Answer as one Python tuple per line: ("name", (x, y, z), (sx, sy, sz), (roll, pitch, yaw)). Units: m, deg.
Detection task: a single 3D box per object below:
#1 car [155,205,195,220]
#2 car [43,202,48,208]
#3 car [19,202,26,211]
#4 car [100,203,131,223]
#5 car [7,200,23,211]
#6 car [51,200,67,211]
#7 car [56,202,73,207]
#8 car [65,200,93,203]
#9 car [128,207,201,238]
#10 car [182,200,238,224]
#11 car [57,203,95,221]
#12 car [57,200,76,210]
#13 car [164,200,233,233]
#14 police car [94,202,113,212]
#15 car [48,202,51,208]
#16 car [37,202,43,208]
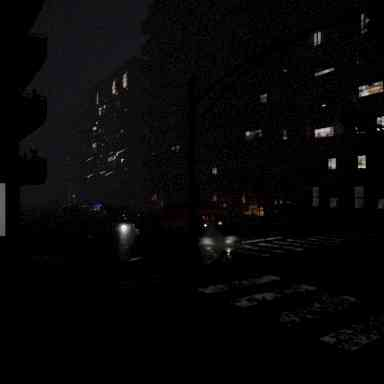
("car", (-1.830, 2.045, 34.199), (1.887, 1.381, 4.507), (-1, 0, -36))
("car", (-31.750, 2.972, 75.464), (1.947, 1.339, 4.313), (-1, 0, -36))
("car", (-31.825, 2.769, 61.346), (1.887, 1.381, 4.507), (-1, 0, -36))
("car", (-6.526, 2.019, 30.893), (1.837, 1.490, 4.892), (0, -1, -36))
("car", (-35.154, 2.639, 65.931), (2.192, 1.841, 5.009), (-1, 0, -36))
("car", (-23.220, 2.600, 59.366), (1.837, 1.490, 4.892), (0, -1, -36))
("car", (-15.818, 2.346, 43.765), (2.033, 1.411, 5.357), (0, -1, -36))
("car", (-17.691, 2.418, 51.738), (2.128, 1.511, 4.902), (0, -1, -36))
("car", (-1.804, 1.832, 19.941), (1.752, 1.417, 4.829), (-1, 0, -36))
("car", (1.488, 1.713, 29.615), (2.192, 1.841, 5.009), (-1, 0, -36))
("car", (-11.877, 2.163, 33.835), (1.887, 1.381, 4.507), (-1, 0, -36))
("car", (-25.107, 2.523, 66.294), (2.192, 1.841, 5.009), (-1, 0, -36))
("car", (0.038, 1.531, 21.826), (2.150, 2.045, 5.566), (0, -1, -36))
("police car", (-12.311, 2.256, 49.488), (1.930, 1.638, 5.238), (0, -1, -36))
("car", (-28.433, 2.623, 70.880), (2.192, 1.841, 5.009), (-1, 0, -36))
("car", (-35.076, 3.049, 80.050), (1.887, 1.381, 4.507), (-1, 0, -36))
